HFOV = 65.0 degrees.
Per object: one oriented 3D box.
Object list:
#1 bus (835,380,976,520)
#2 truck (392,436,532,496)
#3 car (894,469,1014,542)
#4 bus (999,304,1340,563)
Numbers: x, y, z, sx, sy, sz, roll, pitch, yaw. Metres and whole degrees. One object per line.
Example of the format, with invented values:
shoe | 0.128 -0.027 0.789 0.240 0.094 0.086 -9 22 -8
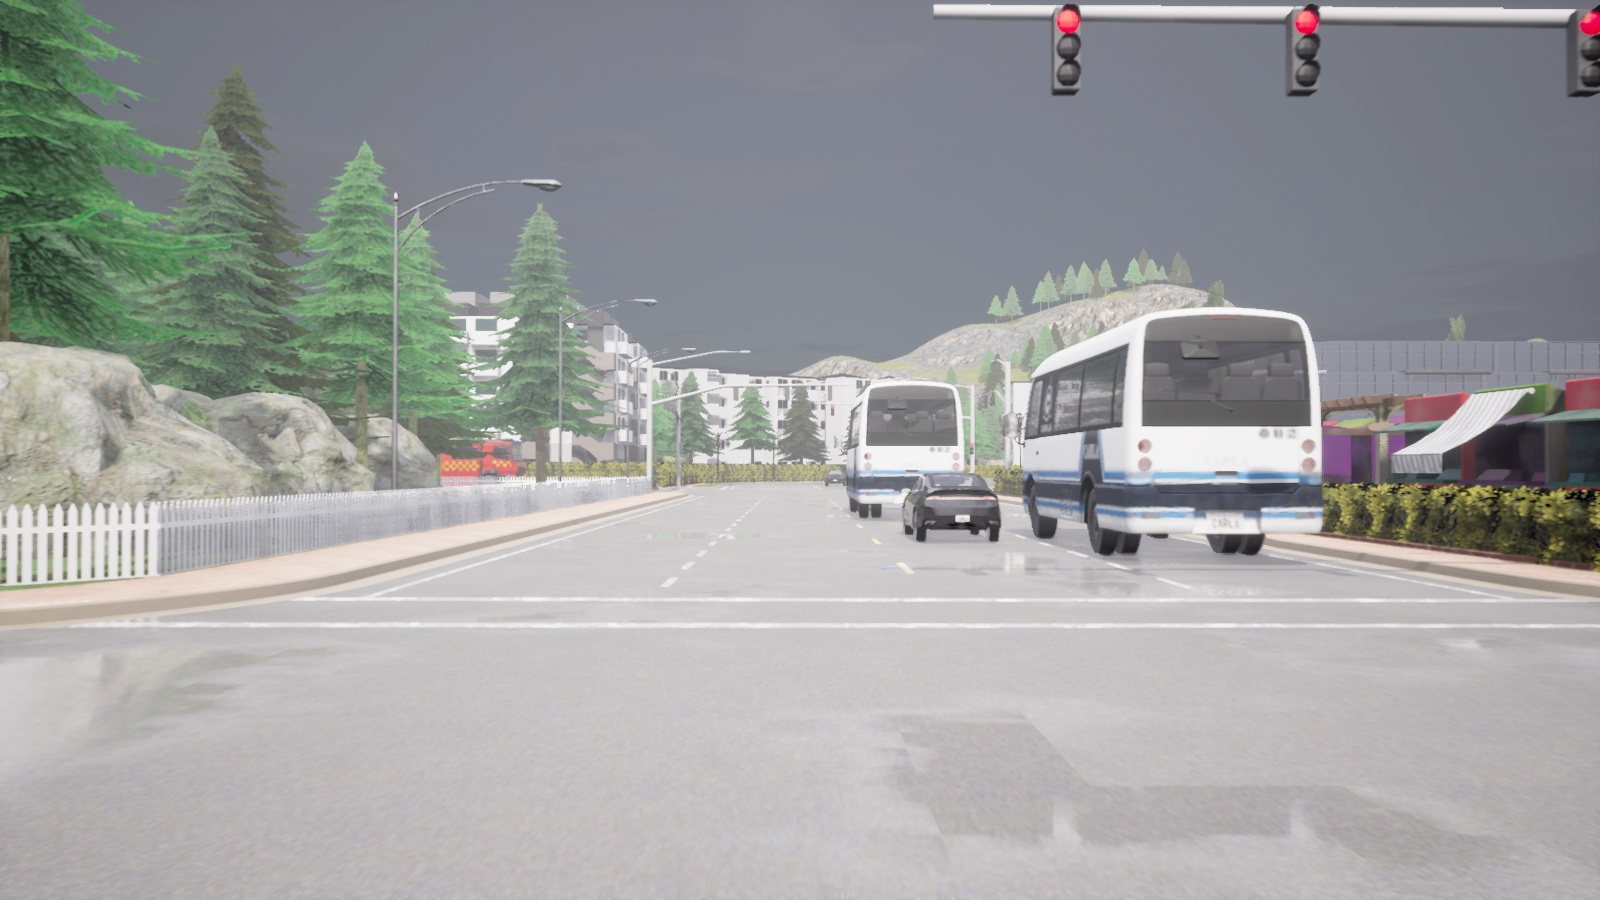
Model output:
bus | 3.365 0.080 43.385 3.944 4.253 10.273 0 -1 0
truck | -22.354 1.064 83.301 8.468 3.827 2.891 0 -1 1
car | 3.416 1.196 28.826 2.128 1.511 4.902 0 -1 0
bus | 6.914 -0.205 25.886 3.944 4.253 10.273 0 -1 0
